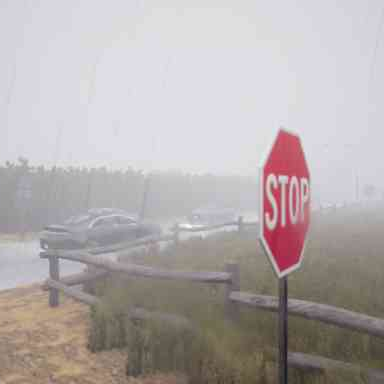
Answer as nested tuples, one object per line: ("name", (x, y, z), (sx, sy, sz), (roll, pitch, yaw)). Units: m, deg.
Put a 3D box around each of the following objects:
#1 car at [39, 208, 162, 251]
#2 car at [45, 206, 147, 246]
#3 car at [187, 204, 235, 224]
("car", (-3.116, 1.495, 12.395), (2.128, 1.511, 4.902), (0, 0, 36))
("car", (-4.516, 1.531, 16.297), (1.812, 1.442, 4.674), (0, 0, 36))
("car", (1.436, 1.562, 24.488), (1.994, 1.385, 4.181), (0, 0, 36))
